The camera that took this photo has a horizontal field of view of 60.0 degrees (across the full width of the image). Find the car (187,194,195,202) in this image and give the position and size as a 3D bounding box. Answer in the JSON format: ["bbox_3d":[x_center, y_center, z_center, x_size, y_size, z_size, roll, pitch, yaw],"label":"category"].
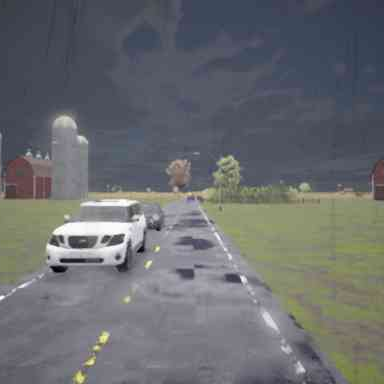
[{"bbox_3d":[-0.207,1.704,95.396,2.150,2.045,5.566,0,0,0],"label":"car"}]

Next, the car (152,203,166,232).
[{"bbox_3d":[-2.864,1.482,21.121,2.097,1.767,4.553,0,0,0],"label":"car"}]

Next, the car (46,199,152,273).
[{"bbox_3d":[-2.862,1.294,11.315,2.150,2.045,5.566,0,0,0],"label":"car"}]
